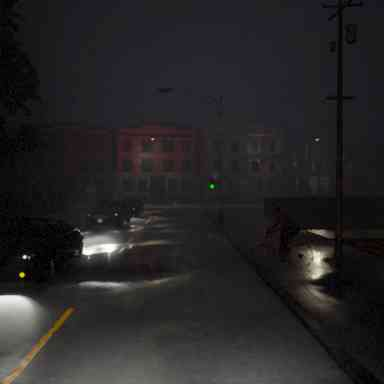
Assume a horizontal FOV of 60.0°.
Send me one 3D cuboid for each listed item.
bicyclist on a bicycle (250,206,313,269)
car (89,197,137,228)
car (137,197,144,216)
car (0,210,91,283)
[{"bbox_3d":[2.315,1.195,8.561,1.656,1.620,0.582,0,1,-2],"label":"bicyclist on a bicycle"},{"bbox_3d":[-4.733,1.155,19.303,2.128,1.511,4.902,0,1,-2],"label":"car"},{"bbox_3d":[-4.919,1.098,26.311,2.033,1.411,5.357,0,1,-2],"label":"car"},{"bbox_3d":[-4.383,1.408,8.990,1.994,1.385,4.181,0,1,-2],"label":"car"}]
